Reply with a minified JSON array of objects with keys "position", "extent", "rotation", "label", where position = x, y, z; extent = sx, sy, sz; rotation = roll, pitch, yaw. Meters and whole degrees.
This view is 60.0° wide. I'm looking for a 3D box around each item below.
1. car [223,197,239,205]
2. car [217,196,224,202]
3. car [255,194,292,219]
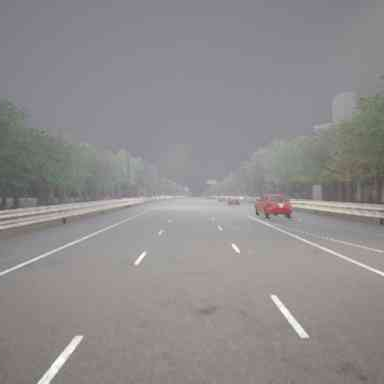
[{"position":[7.037,1.564,57.959],"extent":[1.812,1.442,4.674],"rotation":[0,0,0],"label":"car"},{"position":[7.130,1.705,81.602],"extent":[2.128,1.511,4.902],"rotation":[0,-1,0],"label":"car"},{"position":[7.110,1.235,29.487],"extent":[2.150,2.045,5.566],"rotation":[0,0,-2],"label":"car"}]
